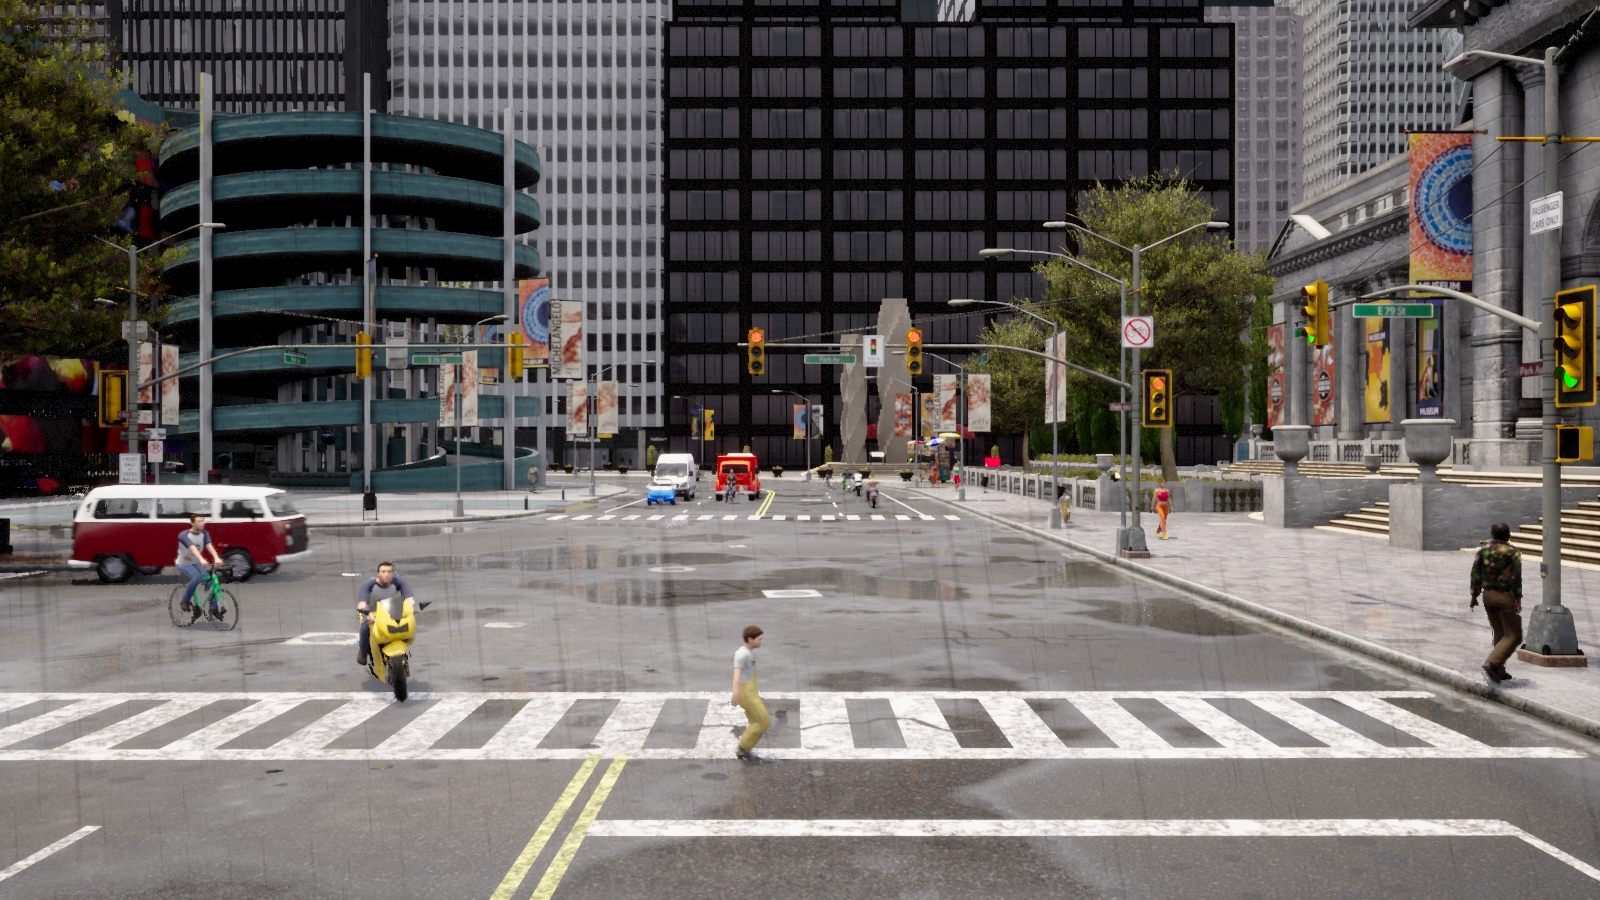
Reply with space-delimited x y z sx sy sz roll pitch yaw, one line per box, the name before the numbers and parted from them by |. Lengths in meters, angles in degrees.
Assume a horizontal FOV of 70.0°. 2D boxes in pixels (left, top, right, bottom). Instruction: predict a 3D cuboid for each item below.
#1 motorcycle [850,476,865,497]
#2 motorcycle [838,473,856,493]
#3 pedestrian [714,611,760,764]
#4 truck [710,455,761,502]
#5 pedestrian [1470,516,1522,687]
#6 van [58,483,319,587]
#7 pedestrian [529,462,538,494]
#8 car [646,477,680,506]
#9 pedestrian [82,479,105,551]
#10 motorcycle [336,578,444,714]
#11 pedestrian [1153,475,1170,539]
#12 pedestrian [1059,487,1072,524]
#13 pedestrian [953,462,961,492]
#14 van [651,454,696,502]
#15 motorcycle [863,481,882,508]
motorcycle | 3.467 2.187 68.733 0.803 1.145 2.033 0 0 0
motorcycle | 3.082 2.153 75.043 0.856 1.236 1.805 0 0 -6
pedestrian | -0.563 2.124 10.291 0.375 1.300 0.375 0 0 2
truck | -3.541 1.543 64.074 2.627 2.467 5.204 0 0 -1
pedestrian | 7.841 1.691 12.873 0.375 1.860 0.375 0 0 -31
van | -13.012 1.774 24.579 4.480 2.038 2.069 0 0 -5
pedestrian | -15.928 1.670 68.306 0.375 1.860 0.375 0 0 6
car | -6.988 2.098 58.266 1.481 1.376 2.207 0 0 0
pedestrian | -18.443 1.692 29.833 0.375 1.860 0.375 0 0 -2
motorcycle | -4.771 2.206 13.213 0.803 1.145 2.033 -3 2 -29
pedestrian | 10.620 1.683 33.576 0.375 1.860 0.375 0 0 -1
pedestrian | 9.466 1.961 40.750 0.375 1.300 0.375 0 0 1
pedestrian | 9.738 1.669 70.791 0.375 1.860 0.375 0 0 -11
van | -7.042 1.510 64.165 1.988 2.561 5.915 0 0 -1
motorcycle | 3.508 2.148 55.537 0.764 1.277 2.356 0 0 0
